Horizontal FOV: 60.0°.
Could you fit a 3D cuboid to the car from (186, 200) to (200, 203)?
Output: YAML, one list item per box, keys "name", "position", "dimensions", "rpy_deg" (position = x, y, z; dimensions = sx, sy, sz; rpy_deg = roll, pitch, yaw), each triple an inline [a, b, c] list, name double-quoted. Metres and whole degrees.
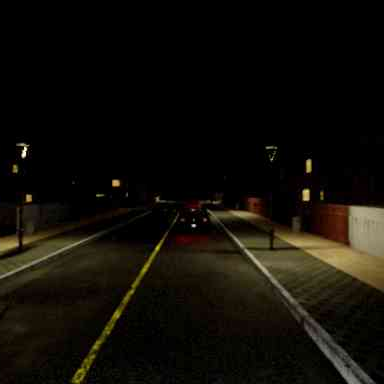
- name: "car"
  position: [0.103, 1.564, 34.594]
  dimensions: [1.812, 1.442, 4.674]
  rpy_deg: [0, 0, 0]

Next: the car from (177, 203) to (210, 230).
- name: "car"
  position: [0.101, 1.612, 20.918]
  dimensions: [1.895, 1.301, 4.718]
  rpy_deg: [0, 0, 0]
